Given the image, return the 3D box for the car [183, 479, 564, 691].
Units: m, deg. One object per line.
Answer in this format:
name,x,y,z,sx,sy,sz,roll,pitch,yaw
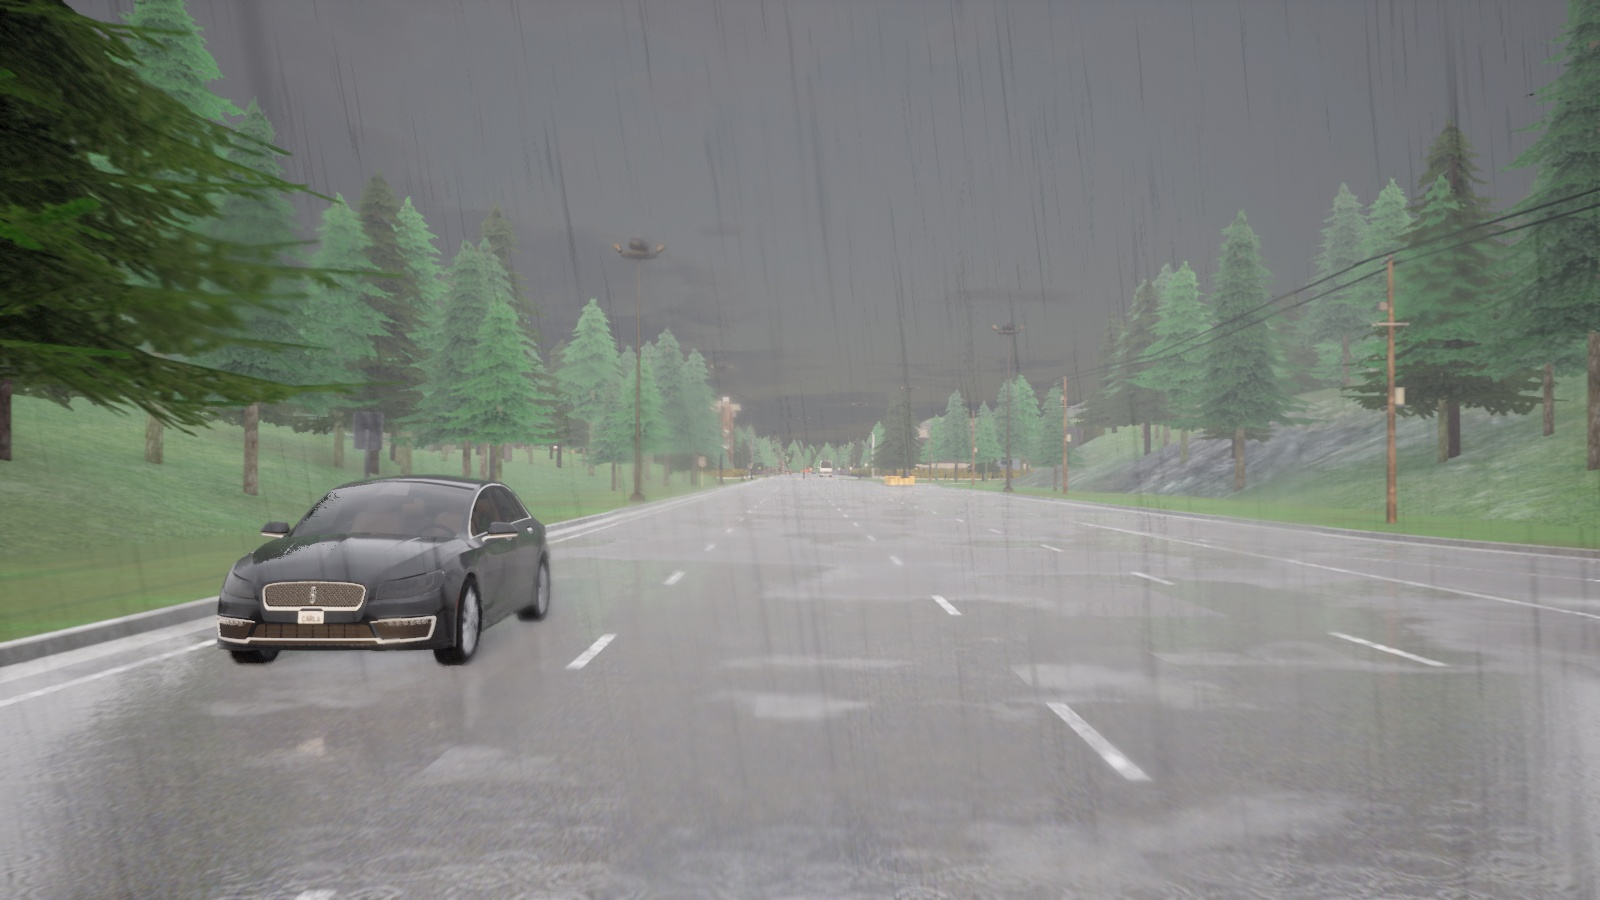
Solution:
car,-3.527,1.026,11.487,1.837,1.490,4.892,0,-1,0
